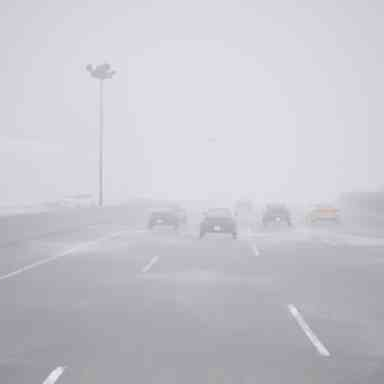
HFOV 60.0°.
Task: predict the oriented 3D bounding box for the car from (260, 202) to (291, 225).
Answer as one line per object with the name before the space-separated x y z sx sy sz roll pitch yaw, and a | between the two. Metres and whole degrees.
car | 6.074 1.530 24.185 1.837 1.490 4.892 0 0 11

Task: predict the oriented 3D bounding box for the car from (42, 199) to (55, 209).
car | -17.878 1.560 44.852 1.895 1.301 4.718 0 0 17

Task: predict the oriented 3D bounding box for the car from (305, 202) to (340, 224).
car | 9.912 1.514 25.544 1.882 1.535 5.008 0 0 11

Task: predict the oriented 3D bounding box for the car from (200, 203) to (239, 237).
car | 1.488 1.535 17.909 1.812 1.442 4.674 0 0 7

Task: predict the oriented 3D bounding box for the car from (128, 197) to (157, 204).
car | -6.437 1.485 46.251 2.128 1.511 4.902 0 0 19

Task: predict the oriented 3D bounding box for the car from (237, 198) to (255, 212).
car | 6.354 1.535 39.699 1.837 1.490 4.892 0 0 17

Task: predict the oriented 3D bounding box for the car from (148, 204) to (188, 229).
car | -1.499 1.527 21.496 1.812 1.442 4.674 0 0 9

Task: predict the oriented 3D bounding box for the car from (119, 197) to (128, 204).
car | -9.013 1.480 49.549 2.128 1.511 4.902 0 0 19

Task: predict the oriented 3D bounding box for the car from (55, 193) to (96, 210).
car | -14.701 1.190 43.284 2.150 2.045 5.566 0 0 16
